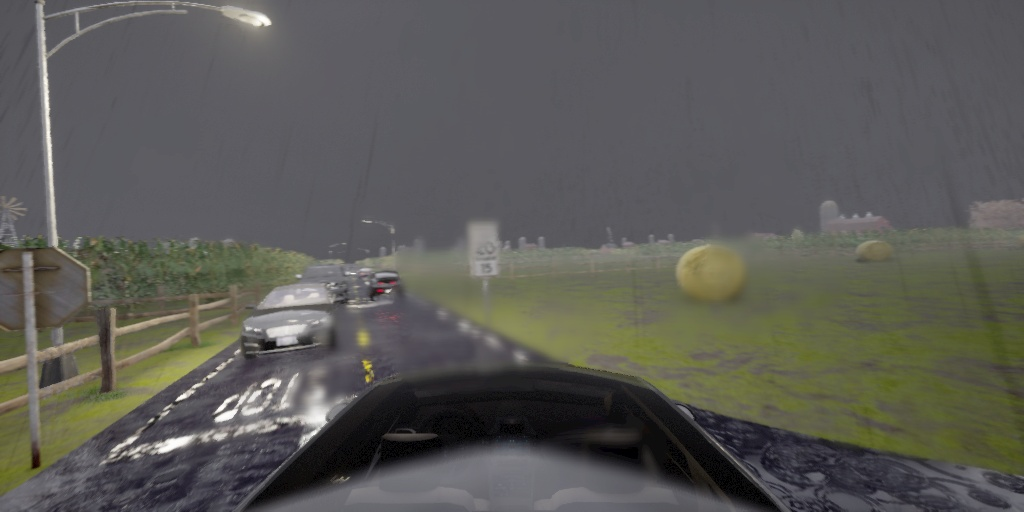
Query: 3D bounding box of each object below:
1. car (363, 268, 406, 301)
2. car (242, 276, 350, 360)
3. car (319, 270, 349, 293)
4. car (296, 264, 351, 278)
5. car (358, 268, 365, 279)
[{"bbox_3d":[-7.328,1.606,20.643,1.837,1.490,4.892,-3,0,-24],"label":"car"},{"bbox_3d":[-5.605,1.519,9.573,2.128,1.511,4.902,-3,0,-24],"label":"car"},{"bbox_3d":[-13.976,1.940,28.310,1.837,1.490,4.892,-3,0,-24],"label":"car"},{"bbox_3d":[-9.749,1.451,18.786,2.150,2.045,5.566,-3,0,-24],"label":"car"},{"bbox_3d":[-18.555,2.186,45.736,2.033,1.411,5.357,-3,0,-24],"label":"car"}]
